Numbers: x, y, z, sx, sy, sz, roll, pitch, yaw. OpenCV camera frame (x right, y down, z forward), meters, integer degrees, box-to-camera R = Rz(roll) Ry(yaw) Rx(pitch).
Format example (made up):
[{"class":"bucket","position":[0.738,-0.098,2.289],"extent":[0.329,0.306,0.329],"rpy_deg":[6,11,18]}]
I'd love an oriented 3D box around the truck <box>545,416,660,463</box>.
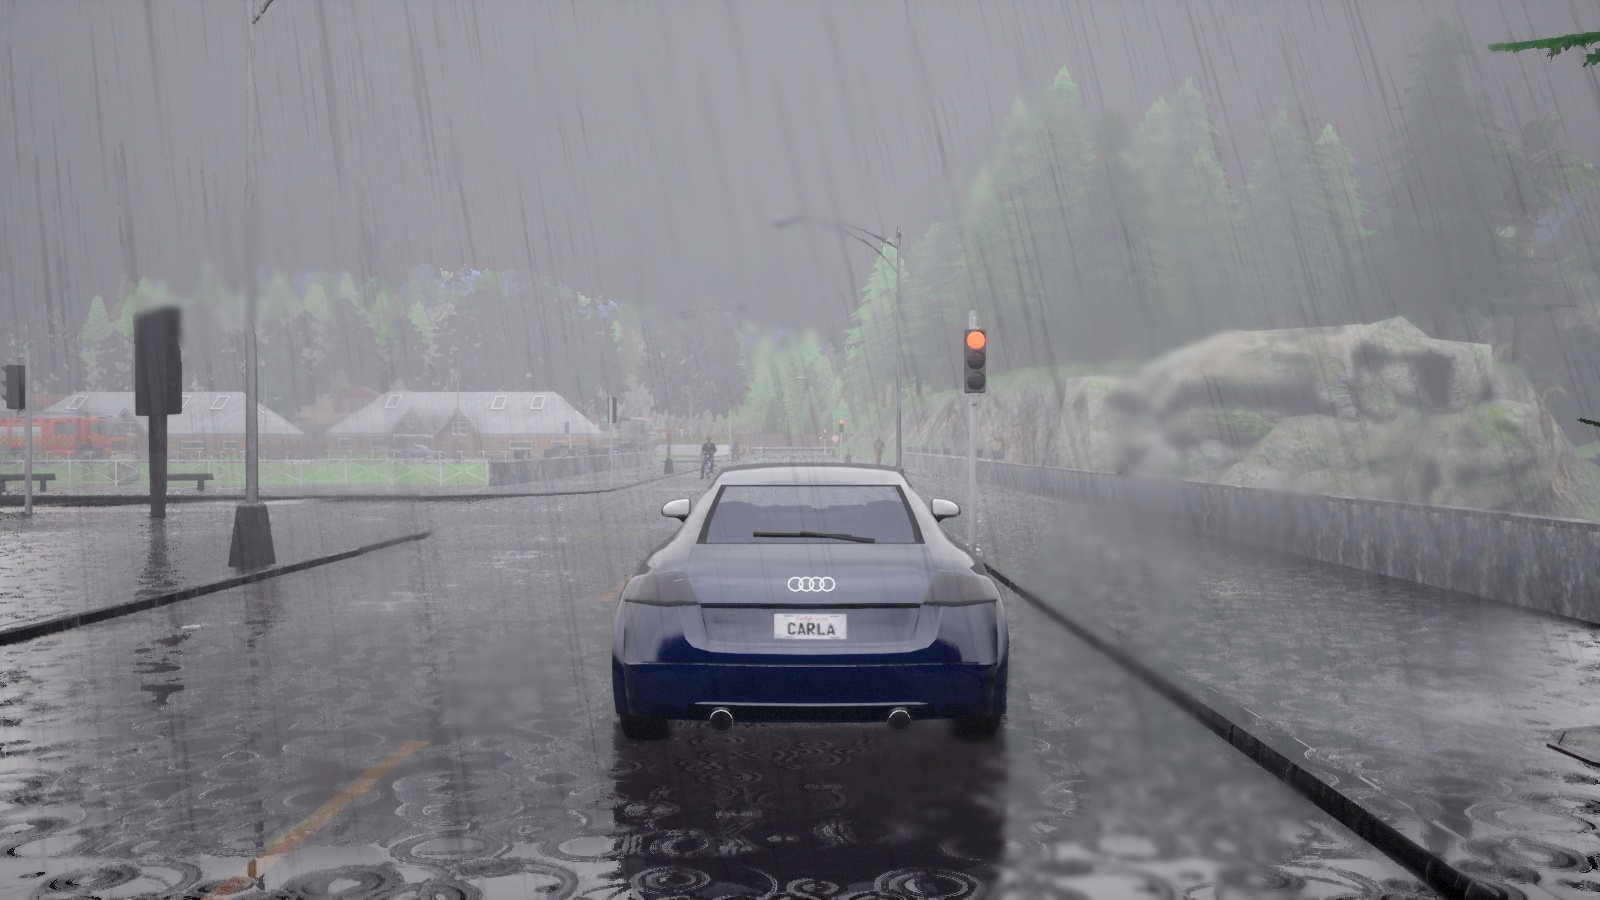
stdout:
[{"class":"truck","position":[-14.559,-0.771,92.778],"extent":[7.936,3.462,2.891],"rpy_deg":[0,0,6]}]

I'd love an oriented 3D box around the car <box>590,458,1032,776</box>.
[{"class":"car","position":[0.066,0.767,7.763],"extent":[1.994,1.385,4.181],"rpy_deg":[0,0,1]}]

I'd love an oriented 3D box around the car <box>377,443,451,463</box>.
[{"class":"car","position":[-28.601,0.197,93.145],"extent":[4.792,1.488,2.163],"rpy_deg":[0,0,0]}]

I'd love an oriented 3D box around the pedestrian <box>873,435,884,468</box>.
[{"class":"pedestrian","position":[4.391,0.063,70.265],"extent":[0.540,1.848,0.694],"rpy_deg":[0,0,1]}]
